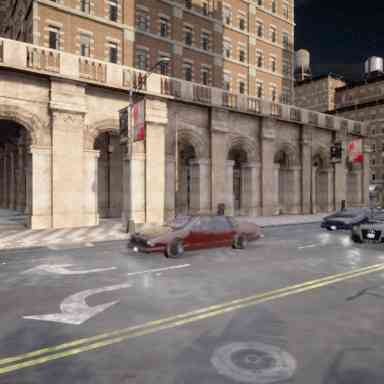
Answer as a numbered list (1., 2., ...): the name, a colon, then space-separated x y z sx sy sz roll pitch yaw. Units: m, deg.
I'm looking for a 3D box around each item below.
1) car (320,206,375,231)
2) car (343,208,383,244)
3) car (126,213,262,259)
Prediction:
1. car: 9.810 1.547 19.497 5.357 1.411 2.033 0 0 -35
2. car: 8.801 1.564 14.474 4.181 1.385 1.994 0 0 -35
3. car: 0.274 1.548 12.761 5.357 1.411 2.033 0 0 -35
